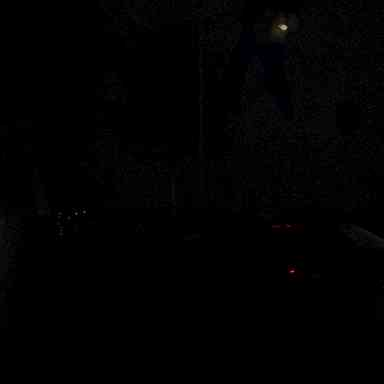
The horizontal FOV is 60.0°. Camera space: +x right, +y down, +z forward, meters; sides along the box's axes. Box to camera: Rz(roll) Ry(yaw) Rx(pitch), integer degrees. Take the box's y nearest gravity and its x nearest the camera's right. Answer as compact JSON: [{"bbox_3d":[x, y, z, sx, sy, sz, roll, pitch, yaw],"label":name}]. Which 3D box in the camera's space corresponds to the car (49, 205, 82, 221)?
[{"bbox_3d":[-12.620,2.141,32.531,1.895,1.301,4.718,0,-1,-35],"label":"car"}]

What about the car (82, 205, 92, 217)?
[{"bbox_3d":[-12.953,2.194,38.145,1.994,1.385,4.181,0,-1,-35],"label":"car"}]

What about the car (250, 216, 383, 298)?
[{"bbox_3d":[3.923,1.561,8.777,1.812,1.442,4.674,0,-1,-35],"label":"car"}]

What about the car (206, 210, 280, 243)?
[{"bbox_3d":[2.586,1.630,15.853,1.837,1.490,4.892,0,-1,-35],"label":"car"}]
